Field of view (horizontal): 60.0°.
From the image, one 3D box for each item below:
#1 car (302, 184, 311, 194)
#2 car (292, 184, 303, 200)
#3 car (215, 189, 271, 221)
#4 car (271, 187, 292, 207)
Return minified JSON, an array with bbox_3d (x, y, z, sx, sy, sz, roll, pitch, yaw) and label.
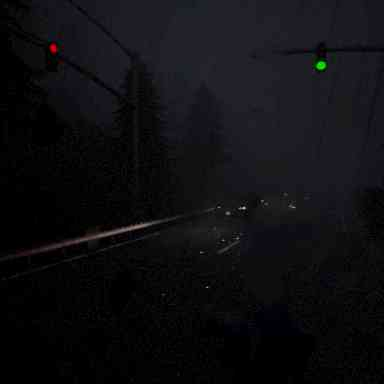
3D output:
[{"bbox_3d":[17.569,-0.488,52.257,2.033,1.411,5.357,1,2,24],"label":"car"},{"bbox_3d":[11.070,0.122,37.689,1.895,1.301,4.718,1,2,24],"label":"car"},{"bbox_3d":[2.811,0.726,19.032,2.128,1.511,4.902,1,2,24],"label":"car"},{"bbox_3d":[6.920,0.427,28.338,2.033,1.411,5.357,1,2,24],"label":"car"}]
